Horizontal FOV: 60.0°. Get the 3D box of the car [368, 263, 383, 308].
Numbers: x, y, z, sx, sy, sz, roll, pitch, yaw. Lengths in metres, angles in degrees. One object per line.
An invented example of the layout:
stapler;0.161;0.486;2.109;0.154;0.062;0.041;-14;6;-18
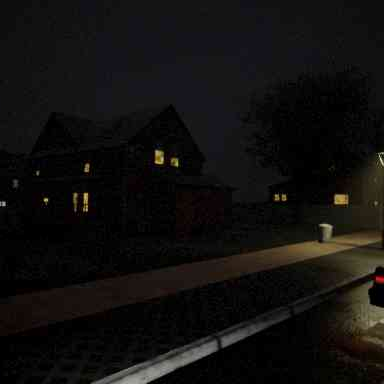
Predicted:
car;5.569;1.628;7.064;5.357;1.411;2.033;1;-1;-43
